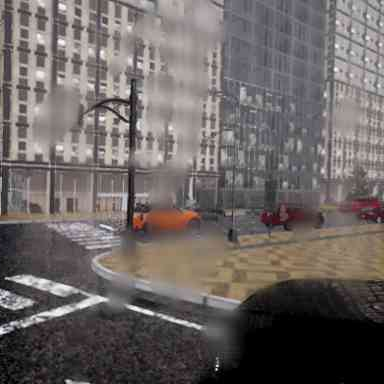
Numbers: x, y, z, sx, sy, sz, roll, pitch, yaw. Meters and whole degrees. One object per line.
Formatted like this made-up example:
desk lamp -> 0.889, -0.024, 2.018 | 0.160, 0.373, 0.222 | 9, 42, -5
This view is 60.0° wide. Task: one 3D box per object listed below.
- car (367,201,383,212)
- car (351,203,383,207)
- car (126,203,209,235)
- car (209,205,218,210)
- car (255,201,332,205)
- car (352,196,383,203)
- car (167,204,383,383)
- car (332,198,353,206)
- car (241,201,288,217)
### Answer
car -> 25.868, 1.904, 45.411 | 4.206, 1.307, 1.802 | 1, 2, -34
car -> 16.277, 1.945, 29.306 | 4.507, 1.381, 1.887 | 1, 2, -34
car -> -1.571, 1.463, 20.134 | 4.553, 1.767, 2.097 | 1, 2, -37
car -> 0.535, 1.627, 25.098 | 4.181, 1.385, 1.994 | 1, 1, -34
car -> 6.926, 1.597, 22.900 | 5.009, 1.841, 2.192 | 1, 2, -34
car -> 19.154, 1.520, 37.800 | 5.566, 2.045, 2.150 | 1, 2, -34
car -> 2.718, 1.231, 1.747 | 5.566, 2.045, 2.150 | 1, 0, 35
car -> 16.372, 1.727, 38.913 | 4.829, 1.417, 1.752 | 1, 2, -34
car -> 7.154, 1.635, 32.609 | 4.403, 1.369, 2.008 | 1, 2, -34
